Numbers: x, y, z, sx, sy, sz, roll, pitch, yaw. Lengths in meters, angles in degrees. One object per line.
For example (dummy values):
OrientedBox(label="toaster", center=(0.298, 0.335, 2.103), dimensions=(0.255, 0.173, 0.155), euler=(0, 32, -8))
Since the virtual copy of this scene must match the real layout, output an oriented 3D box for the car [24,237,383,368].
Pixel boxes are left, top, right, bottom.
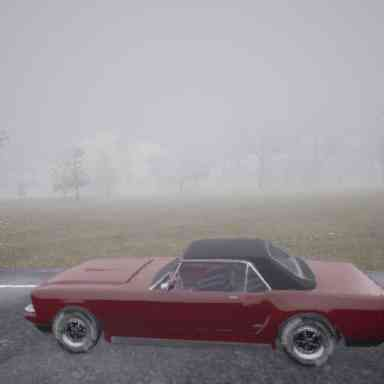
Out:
OrientedBox(label="car", center=(0.135, 1.393, 4.894), dimensions=(4.718, 1.301, 1.895), euler=(-2, 2, 10))
